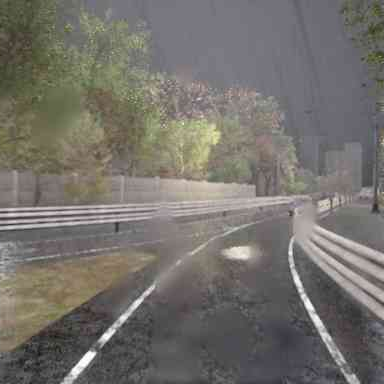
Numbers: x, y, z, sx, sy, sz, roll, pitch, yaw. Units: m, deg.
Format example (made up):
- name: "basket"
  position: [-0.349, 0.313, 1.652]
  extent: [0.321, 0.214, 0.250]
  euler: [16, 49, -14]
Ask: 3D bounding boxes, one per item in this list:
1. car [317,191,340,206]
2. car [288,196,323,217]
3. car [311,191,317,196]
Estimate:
- name: "car"
  position: [19.739, 0.934, 47.417]
  extent: [2.150, 2.045, 5.566]
  euler: [1, 0, 28]
- name: "car"
  position: [9.789, 1.348, 29.021]
  extent: [2.033, 1.411, 5.357]
  euler: [1, 1, 28]
- name: "car"
  position: [23.340, 0.894, 61.138]
  extent: [2.150, 2.045, 5.566]
  euler: [1, 1, 29]
